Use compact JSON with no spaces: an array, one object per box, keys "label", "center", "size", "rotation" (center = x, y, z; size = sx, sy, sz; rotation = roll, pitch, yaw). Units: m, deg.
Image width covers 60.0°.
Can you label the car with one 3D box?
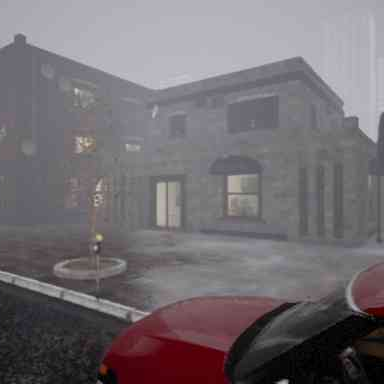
[{"label":"car","center":[1.574,1.315,1.756],"size":[5.009,1.841,2.192],"rotation":[0,0,35]}]
